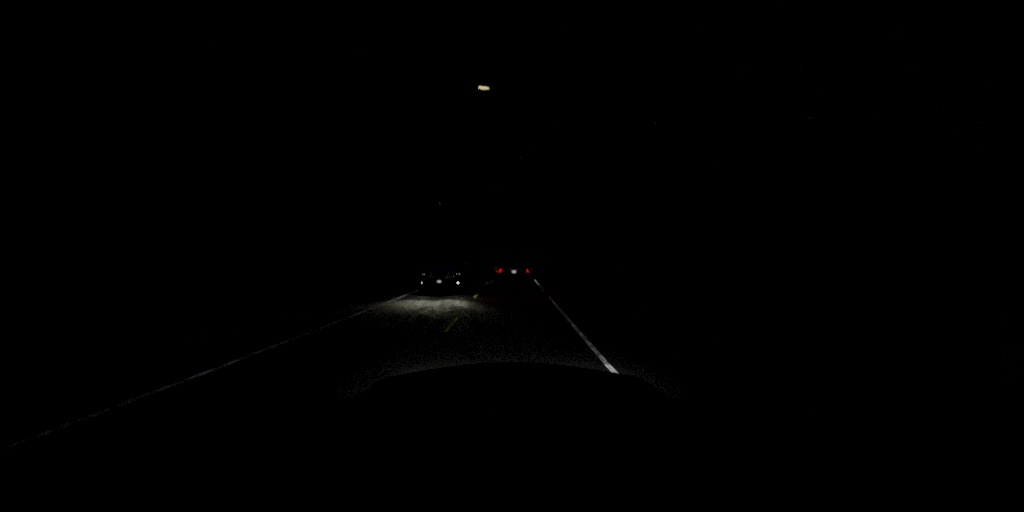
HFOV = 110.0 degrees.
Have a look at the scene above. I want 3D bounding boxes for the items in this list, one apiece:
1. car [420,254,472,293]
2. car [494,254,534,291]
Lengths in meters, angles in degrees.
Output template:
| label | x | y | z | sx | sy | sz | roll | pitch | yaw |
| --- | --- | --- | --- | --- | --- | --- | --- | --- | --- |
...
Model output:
| label | x | y | z | sx | sy | sz | roll | pitch | yaw |
| --- | --- | --- | --- | --- | --- | --- | --- | --- | --- |
| car | -3.556 | 0.885 | 20.367 | 2.150 | 2.045 | 5.566 | 0 | 0 | 0 |
| car | 0.103 | 0.879 | 20.964 | 2.150 | 2.045 | 5.566 | 0 | 0 | 0 |
